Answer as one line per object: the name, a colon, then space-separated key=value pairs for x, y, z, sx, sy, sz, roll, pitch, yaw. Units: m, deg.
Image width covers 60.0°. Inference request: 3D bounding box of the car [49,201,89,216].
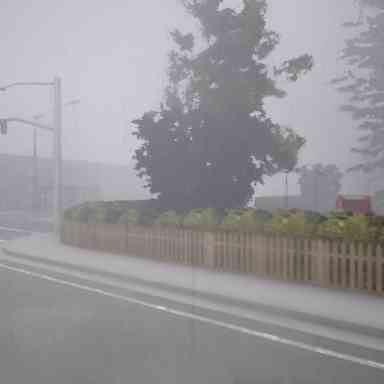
car: x=-10.219 y=1.545 z=30.551 sx=2.033 sy=1.411 sz=5.357 roll=0 pitch=0 yaw=35
